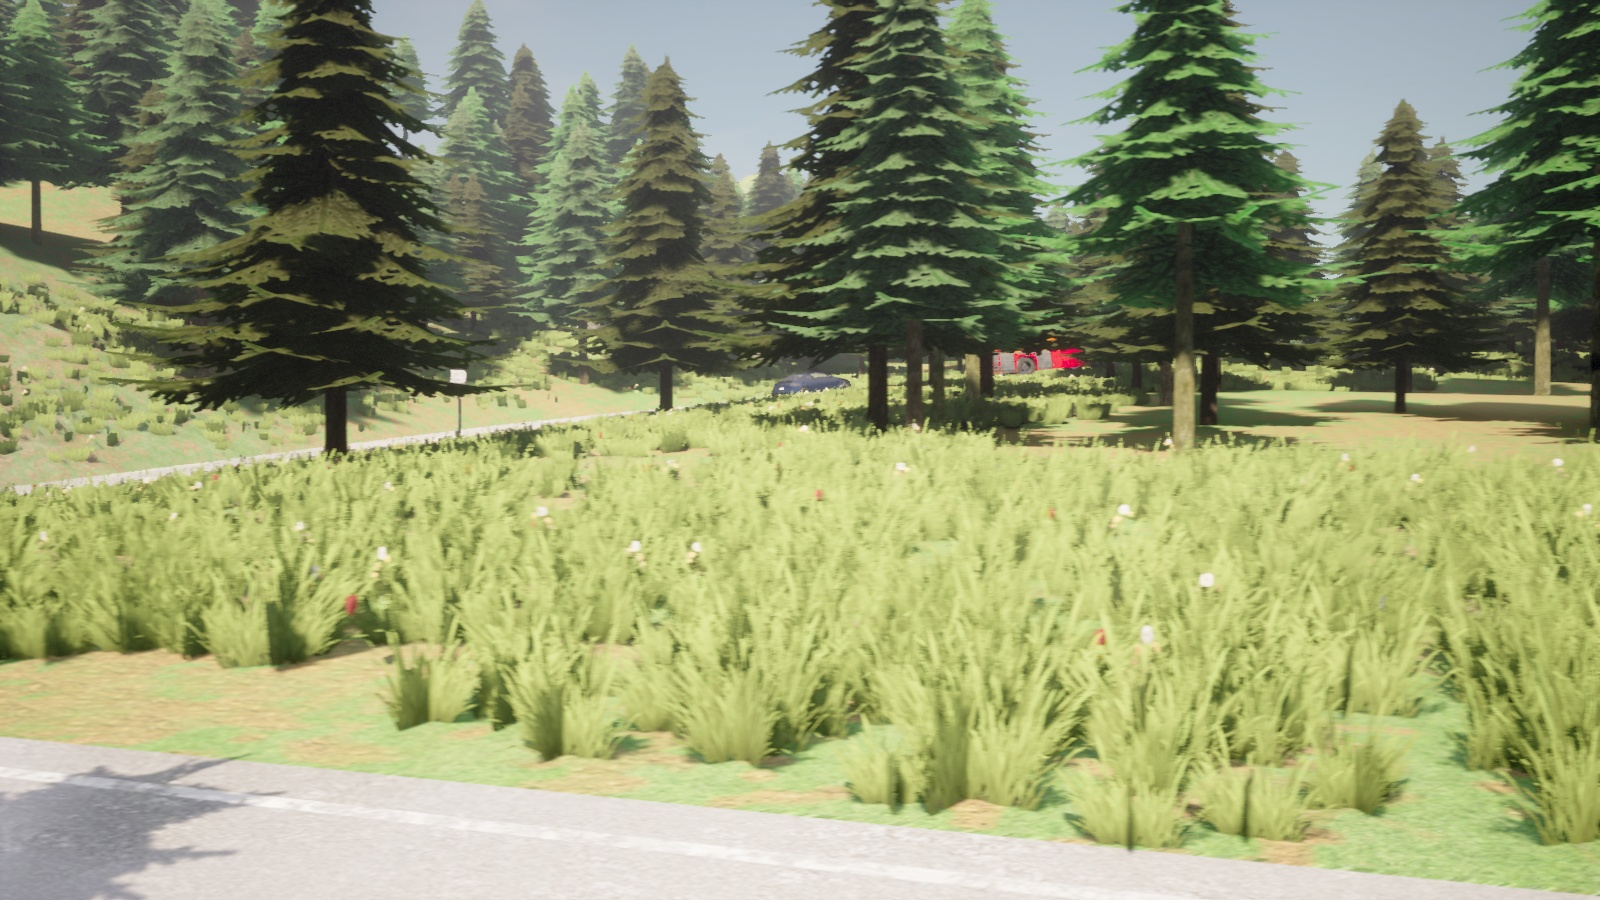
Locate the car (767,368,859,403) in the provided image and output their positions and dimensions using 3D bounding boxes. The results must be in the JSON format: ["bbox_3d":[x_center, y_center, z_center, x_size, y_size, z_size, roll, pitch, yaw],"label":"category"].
[{"bbox_3d":[0.675,-3.161,61.182,4.181,1.385,1.994,-8,6,-43],"label":"car"}]

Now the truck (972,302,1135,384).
[{"bbox_3d":[14.056,-5.901,69.402,8.468,3.827,2.891,-6,3,-24],"label":"truck"}]
